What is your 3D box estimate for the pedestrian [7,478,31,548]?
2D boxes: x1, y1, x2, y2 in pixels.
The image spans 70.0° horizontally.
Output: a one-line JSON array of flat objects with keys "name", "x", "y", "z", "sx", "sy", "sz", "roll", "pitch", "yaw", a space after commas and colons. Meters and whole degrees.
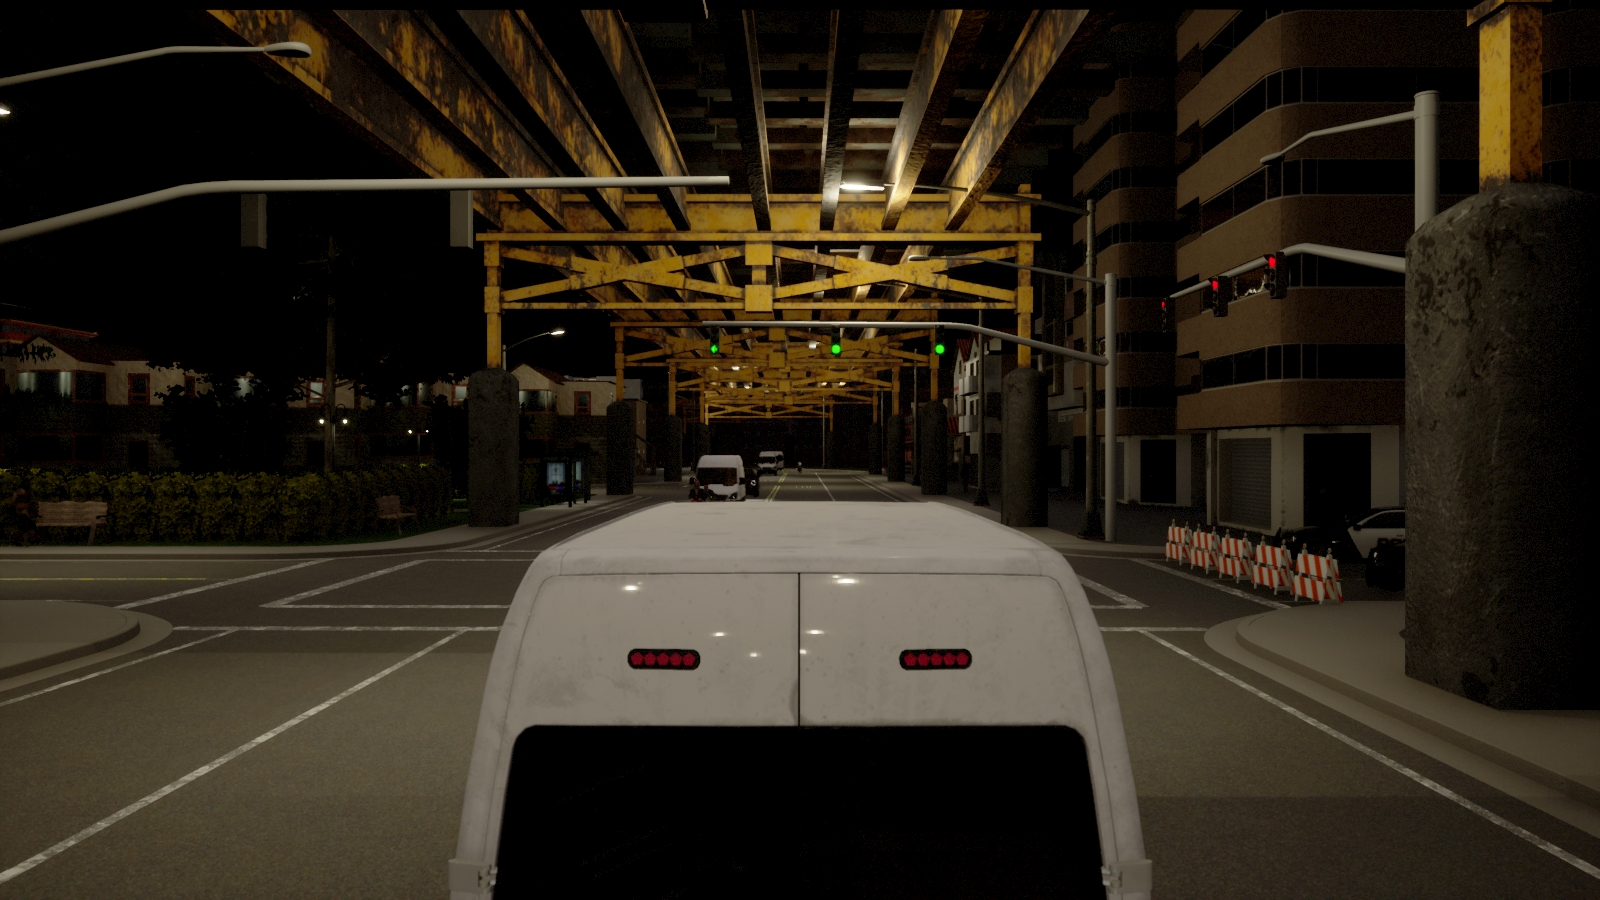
[{"name": "pedestrian", "x": -21.053, "y": 1.686, "z": 30.792, "sx": 0.375, "sy": 1.860, "sz": 0.375, "roll": 0, "pitch": 0, "yaw": 2}]

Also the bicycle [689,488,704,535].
[{"name": "bicycle", "x": -3.464, "y": 2.031, "z": 38.221, "sx": 0.329, "sy": 1.496, "sz": 1.835, "roll": 0, "pitch": 0, "yaw": 0}]

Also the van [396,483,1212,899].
[{"name": "van", "x": 0.016, "y": 1.531, "z": 5.741, "sx": 1.988, "sy": 2.561, "sz": 5.915, "roll": 0, "pitch": 0, "yaw": 0}]
